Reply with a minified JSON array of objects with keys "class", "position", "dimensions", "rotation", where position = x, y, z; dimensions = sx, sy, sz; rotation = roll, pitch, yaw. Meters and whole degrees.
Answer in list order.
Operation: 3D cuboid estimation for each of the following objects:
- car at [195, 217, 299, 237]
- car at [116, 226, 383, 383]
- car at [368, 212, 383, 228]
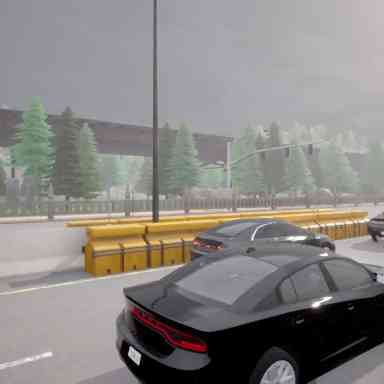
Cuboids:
[{"class":"car","position":[2.209,1.505,9.628],"dimensions":[4.892,1.490,1.837],"rotation":[0,0,-36]},{"class":"car","position":[1.439,1.478,4.774],"dimensions":[5.008,1.535,1.882],"rotation":[0,0,-36]},{"class":"car","position":[9.915,1.492,15.132],"dimensions":[4.902,1.511,2.128],"rotation":[0,0,-36]}]
